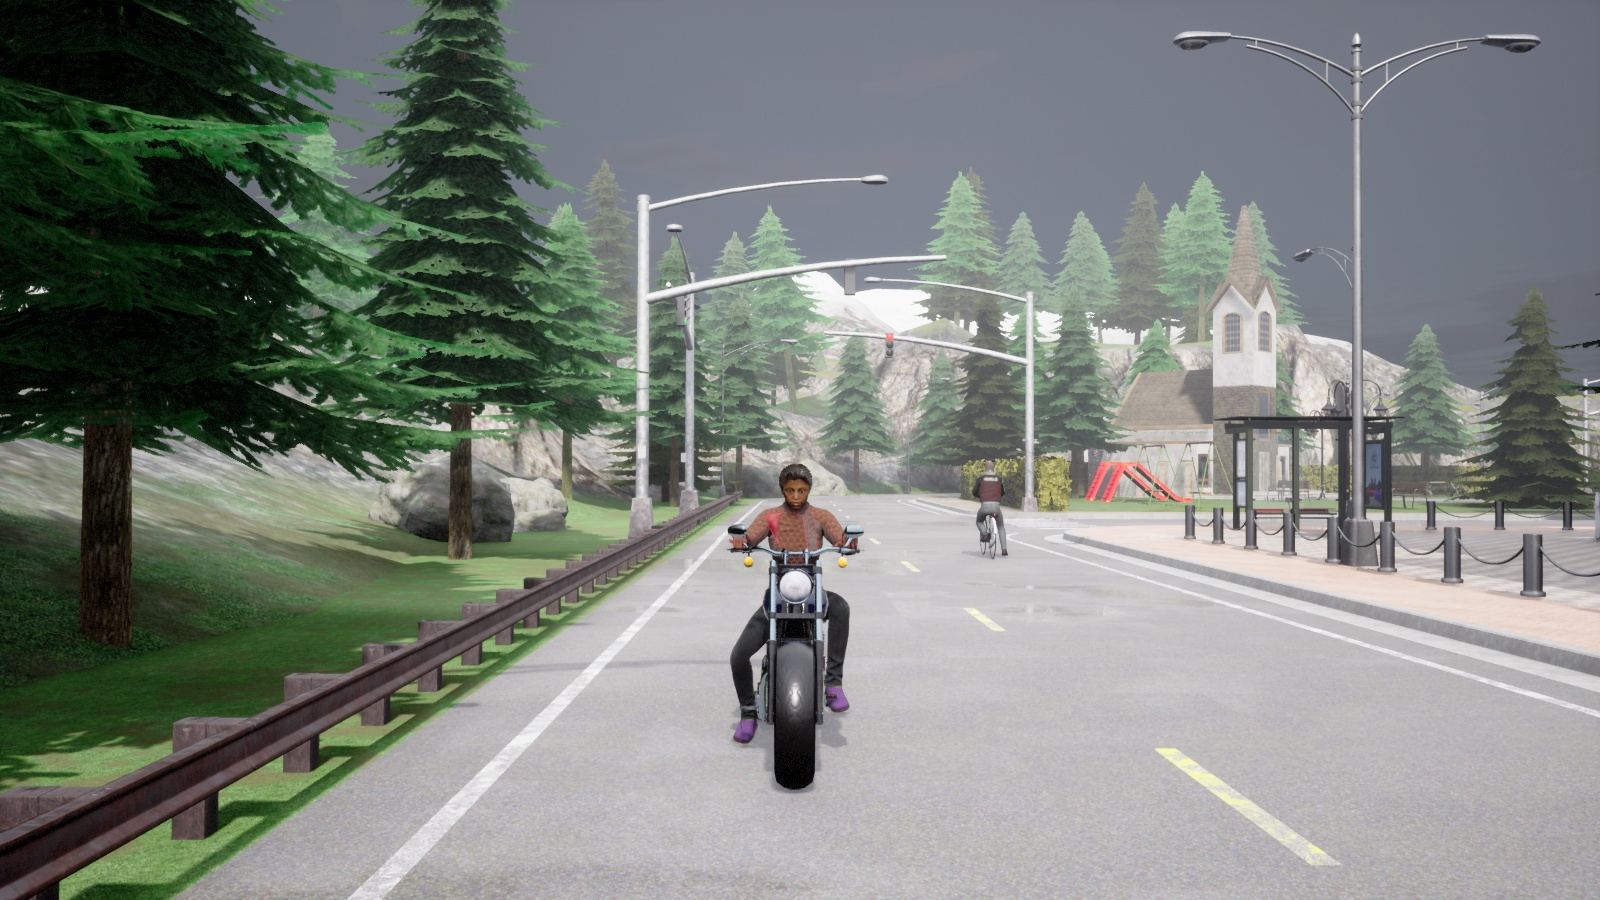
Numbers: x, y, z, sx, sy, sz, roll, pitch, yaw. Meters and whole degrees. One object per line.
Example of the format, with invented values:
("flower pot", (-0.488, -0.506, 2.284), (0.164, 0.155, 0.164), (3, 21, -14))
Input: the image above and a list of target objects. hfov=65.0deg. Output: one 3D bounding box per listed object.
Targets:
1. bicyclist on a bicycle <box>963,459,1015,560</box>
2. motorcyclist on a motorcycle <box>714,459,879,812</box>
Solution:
("bicyclist on a bicycle", (3.438, 1.056, 22.945), (0.659, 1.776, 1.843), (0, -1, 0))
("motorcyclist on a motorcycle", (-0.019, 0.883, 7.064), (0.766, 1.649, 2.350), (0, -1, 0))
